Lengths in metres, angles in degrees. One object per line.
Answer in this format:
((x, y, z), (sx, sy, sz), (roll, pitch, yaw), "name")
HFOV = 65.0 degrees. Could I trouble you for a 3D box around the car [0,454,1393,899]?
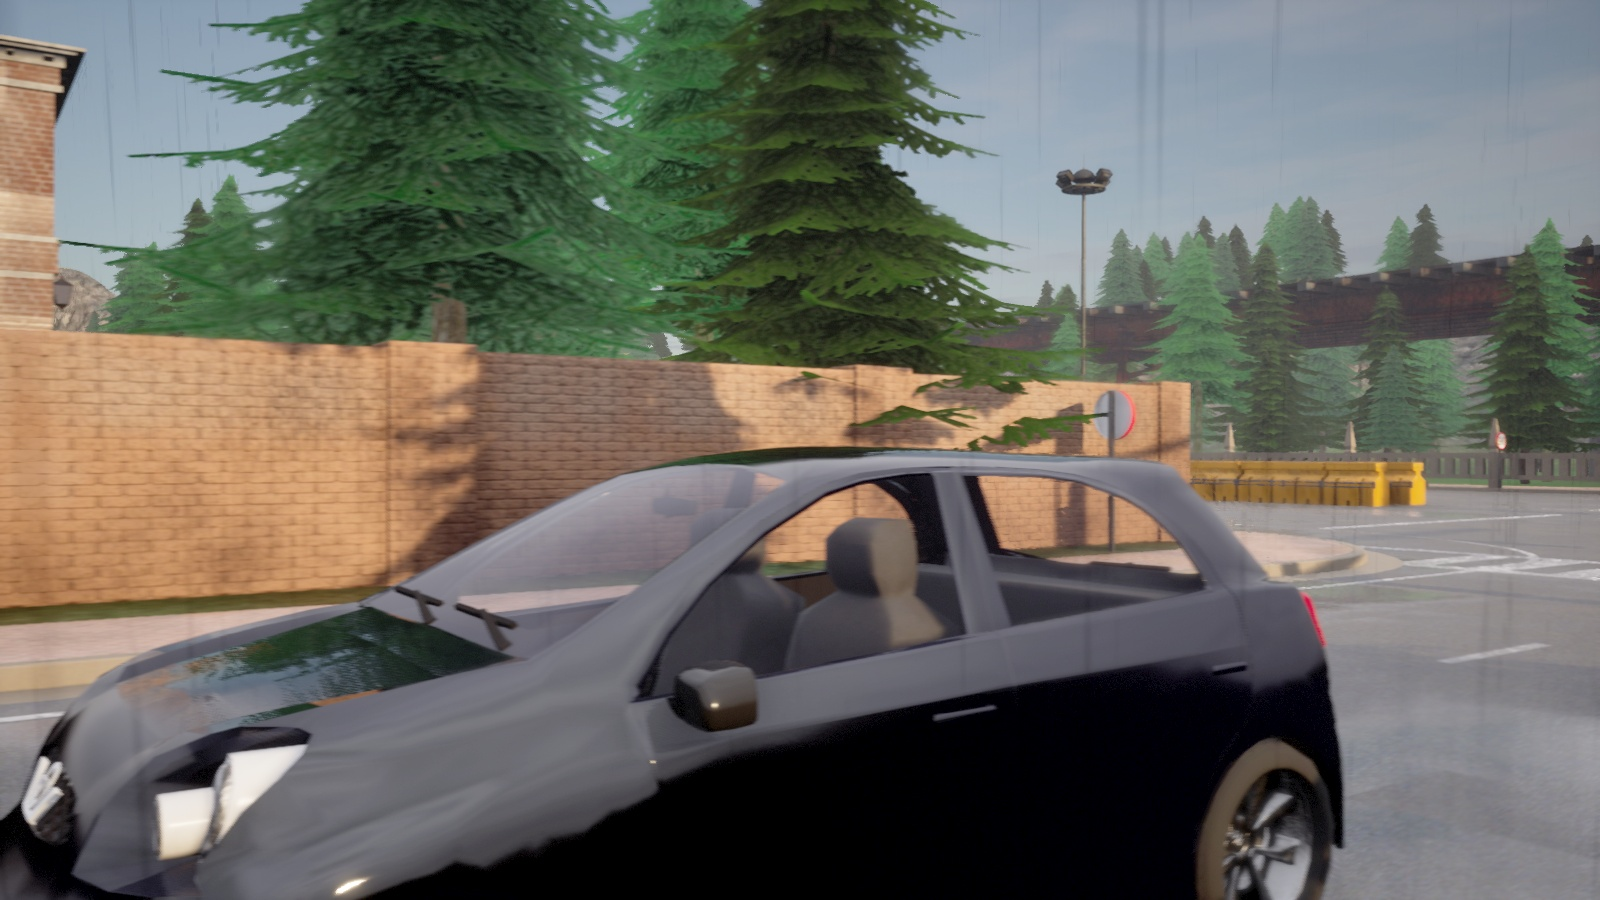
((-0.238, 0.768, 3.493), (3.633, 1.501, 1.845), (0, 0, -35), "car")
